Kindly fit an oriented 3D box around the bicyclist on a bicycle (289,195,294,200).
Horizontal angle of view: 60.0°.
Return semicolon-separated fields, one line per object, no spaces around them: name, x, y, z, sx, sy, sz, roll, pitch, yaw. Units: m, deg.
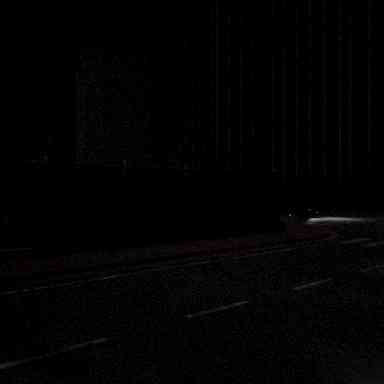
bicyclist on a bicycle;13.417;1.245;44.950;1.656;1.620;0.582;0;0;-36

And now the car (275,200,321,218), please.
car;9.282;1.470;30.132;1.812;1.442;4.674;0;0;-36
